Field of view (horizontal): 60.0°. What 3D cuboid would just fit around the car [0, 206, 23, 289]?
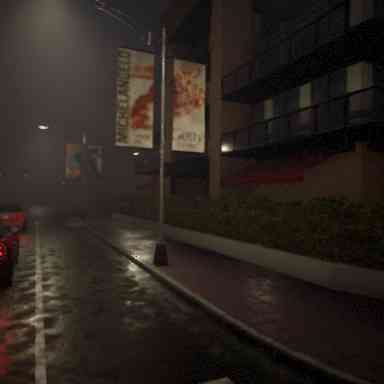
[{"bbox_3d":[-5.922,1.404,8.991,2.097,1.767,4.553,1,-1,-26],"label":"car"}]

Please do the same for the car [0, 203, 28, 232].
[{"bbox_3d":[-11.708,1.504,21.226,2.097,1.767,4.553,1,-1,-25],"label":"car"}]
